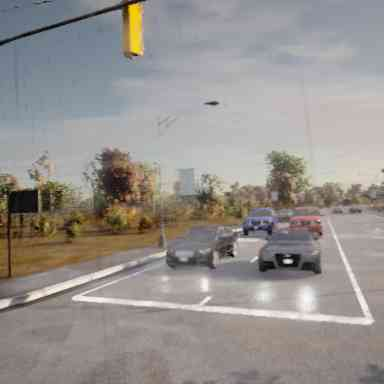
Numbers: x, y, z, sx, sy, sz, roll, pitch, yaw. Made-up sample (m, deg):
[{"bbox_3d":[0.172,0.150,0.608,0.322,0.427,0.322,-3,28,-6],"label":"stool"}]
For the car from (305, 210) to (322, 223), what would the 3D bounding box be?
[{"bbox_3d":[15.344,3.014,41.878,1.837,1.490,4.892,-3,-4,22],"label":"car"}]

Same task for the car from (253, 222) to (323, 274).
[{"bbox_3d":[3.725,2.048,12.306,1.994,1.385,4.181,-3,-3,21],"label":"car"}]

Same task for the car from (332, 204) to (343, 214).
[{"bbox_3d":[30.308,3.843,69.275,2.033,1.411,5.357,-3,-3,23],"label":"car"}]

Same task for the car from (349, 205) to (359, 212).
[{"bbox_3d":[37.671,3.870,77.295,1.812,1.442,4.674,-3,-3,24],"label":"car"}]

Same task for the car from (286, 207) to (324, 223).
[{"bbox_3d":[8.633,2.144,24.934,2.150,2.045,5.566,-3,-3,21],"label":"car"}]

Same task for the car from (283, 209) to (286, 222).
[{"bbox_3d":[12.207,3.044,43.467,2.097,1.767,4.553,-3,-3,22],"label":"car"}]

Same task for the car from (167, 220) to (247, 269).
[{"bbox_3d":[0.591,2.162,13.902,2.128,1.511,4.902,-3,-3,21],"label":"car"}]

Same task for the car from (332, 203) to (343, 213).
[{"bbox_3d":[34.496,3.772,78.792,2.150,2.045,5.566,-3,-3,24],"label":"car"}]

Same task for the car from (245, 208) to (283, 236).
[{"bbox_3d":[5.661,2.345,26.935,2.150,2.045,5.566,-3,-3,21],"label":"car"}]

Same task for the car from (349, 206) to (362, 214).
[{"bbox_3d":[33.546,3.722,67.950,1.895,1.301,4.718,-3,-3,23],"label":"car"}]
